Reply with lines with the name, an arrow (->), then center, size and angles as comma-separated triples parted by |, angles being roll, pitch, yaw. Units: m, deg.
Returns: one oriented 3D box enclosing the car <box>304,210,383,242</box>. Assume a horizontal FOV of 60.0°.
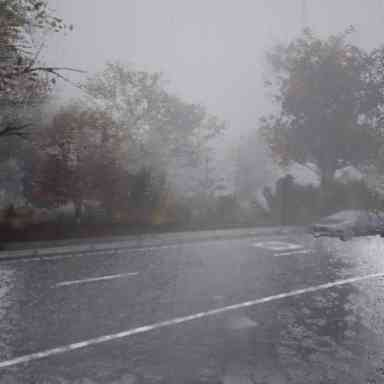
car -> 8.253, 1.624, 16.922 | 5.357, 1.411, 2.033 | 0, 0, -28
